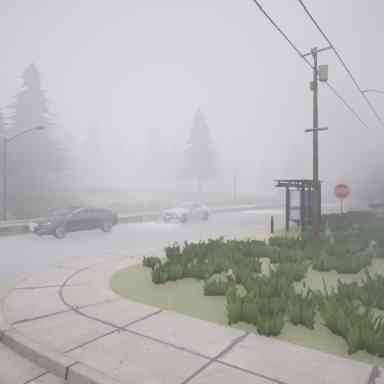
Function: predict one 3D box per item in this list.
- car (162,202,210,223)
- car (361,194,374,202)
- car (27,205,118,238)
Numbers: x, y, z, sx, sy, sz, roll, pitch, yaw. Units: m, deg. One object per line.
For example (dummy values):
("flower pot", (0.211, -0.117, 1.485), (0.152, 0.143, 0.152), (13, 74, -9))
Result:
("car", (-0.340, 1.526, 25.856), (1.812, 1.442, 4.674), (0, 0, 36))
("car", (40.389, 1.355, 76.486), (2.097, 1.767, 4.553), (0, 0, 36))
("car", (-6.184, 1.492, 17.782), (2.128, 1.511, 4.902), (0, 0, 36))
